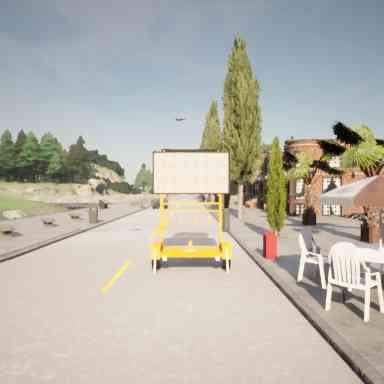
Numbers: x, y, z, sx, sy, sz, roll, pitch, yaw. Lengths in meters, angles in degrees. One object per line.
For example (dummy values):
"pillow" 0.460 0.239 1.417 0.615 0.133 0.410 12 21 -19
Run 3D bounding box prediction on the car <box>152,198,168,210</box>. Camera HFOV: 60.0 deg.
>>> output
"car" -4.108 1.547 43.792 2.033 1.411 5.357 0 0 0

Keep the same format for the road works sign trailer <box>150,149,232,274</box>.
"road works sign trailer" -0.026 0.464 10.507 2.380 3.560 2.880 0 0 0
